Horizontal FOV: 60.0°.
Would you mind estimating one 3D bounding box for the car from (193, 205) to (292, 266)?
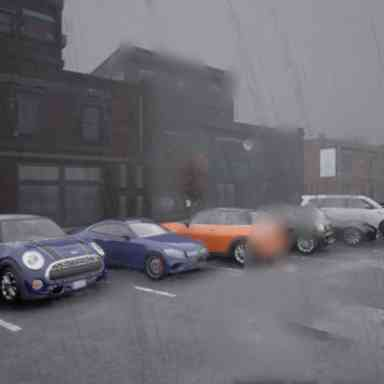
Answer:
[{"bbox_3d":[0.772,1.329,11.614,4.553,1.767,2.185,-1,0,35],"label":"car"}]

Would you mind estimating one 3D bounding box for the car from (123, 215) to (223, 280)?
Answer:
[{"bbox_3d":[-1.702,1.508,9.903,4.674,1.452,2.002,-1,-1,35],"label":"car"}]

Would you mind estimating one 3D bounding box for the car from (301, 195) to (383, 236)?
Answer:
[{"bbox_3d":[8.129,1.170,16.823,5.566,2.045,2.435,-1,-1,35],"label":"car"}]

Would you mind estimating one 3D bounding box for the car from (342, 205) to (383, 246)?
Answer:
[{"bbox_3d":[5.681,1.462,15.091,4.792,1.488,2.163,-1,-1,35],"label":"car"}]

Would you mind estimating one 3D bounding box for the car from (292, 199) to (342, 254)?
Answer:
[{"bbox_3d":[3.223,1.317,13.346,4.553,1.767,2.185,-1,0,35],"label":"car"}]

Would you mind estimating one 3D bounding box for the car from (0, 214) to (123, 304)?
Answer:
[{"bbox_3d":[-4.177,1.356,8.191,4.553,1.767,2.185,-1,-1,35],"label":"car"}]
